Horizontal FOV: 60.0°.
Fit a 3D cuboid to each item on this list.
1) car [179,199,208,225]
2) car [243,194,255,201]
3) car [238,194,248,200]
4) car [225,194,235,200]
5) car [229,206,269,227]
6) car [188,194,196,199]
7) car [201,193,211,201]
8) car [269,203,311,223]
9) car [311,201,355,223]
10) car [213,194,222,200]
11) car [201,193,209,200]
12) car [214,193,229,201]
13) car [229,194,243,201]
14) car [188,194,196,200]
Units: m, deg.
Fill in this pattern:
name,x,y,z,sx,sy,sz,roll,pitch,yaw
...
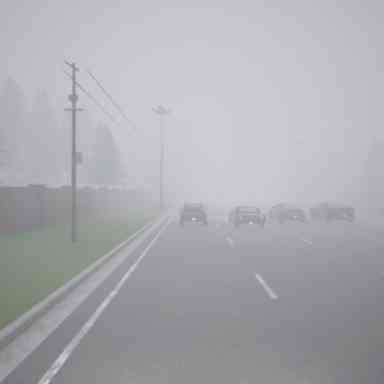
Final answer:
name,x,y,z,sx,sy,sz,roll,pitch,yaw
car,0.108,1.497,24.085,1.837,1.490,4.892,0,0,0
car,14.029,1.466,81.212,1.837,1.490,4.892,0,0,0
car,14.032,1.344,91.632,2.033,1.411,5.357,0,0,0
car,10.532,1.329,91.633,2.128,1.511,4.902,0,0,0
car,3.608,1.594,22.585,1.895,1.301,4.718,0,0,0
car,0.029,1.321,81.570,2.097,1.767,4.553,0,0,0
car,3.529,1.467,81.215,1.837,1.490,4.892,0,0,0
car,7.096,1.518,25.144,1.812,1.442,4.674,0,0,0
car,10.609,1.469,25.626,1.882,1.535,5.008,0,0,0
car,7.032,1.344,91.634,2.033,1.411,5.357,0,0,0
car,3.532,1.159,91.605,2.097,1.767,4.553,0,0,0
car,7.029,1.192,81.244,2.150,2.045,5.566,0,0,0
car,10.529,1.562,81.660,1.895,1.301,4.718,0,0,0
car,0.032,1.357,91.637,1.994,1.385,4.181,0,0,0
